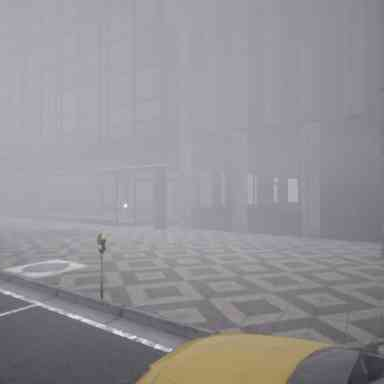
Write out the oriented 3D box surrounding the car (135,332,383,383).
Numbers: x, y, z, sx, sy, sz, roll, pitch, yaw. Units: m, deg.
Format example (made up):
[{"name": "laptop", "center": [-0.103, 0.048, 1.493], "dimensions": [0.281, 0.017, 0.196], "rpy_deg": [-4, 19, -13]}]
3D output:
[{"name": "car", "center": [1.630, 1.525, 1.920], "dimensions": [4.829, 1.417, 1.752], "rpy_deg": [0, 0, 36]}]
